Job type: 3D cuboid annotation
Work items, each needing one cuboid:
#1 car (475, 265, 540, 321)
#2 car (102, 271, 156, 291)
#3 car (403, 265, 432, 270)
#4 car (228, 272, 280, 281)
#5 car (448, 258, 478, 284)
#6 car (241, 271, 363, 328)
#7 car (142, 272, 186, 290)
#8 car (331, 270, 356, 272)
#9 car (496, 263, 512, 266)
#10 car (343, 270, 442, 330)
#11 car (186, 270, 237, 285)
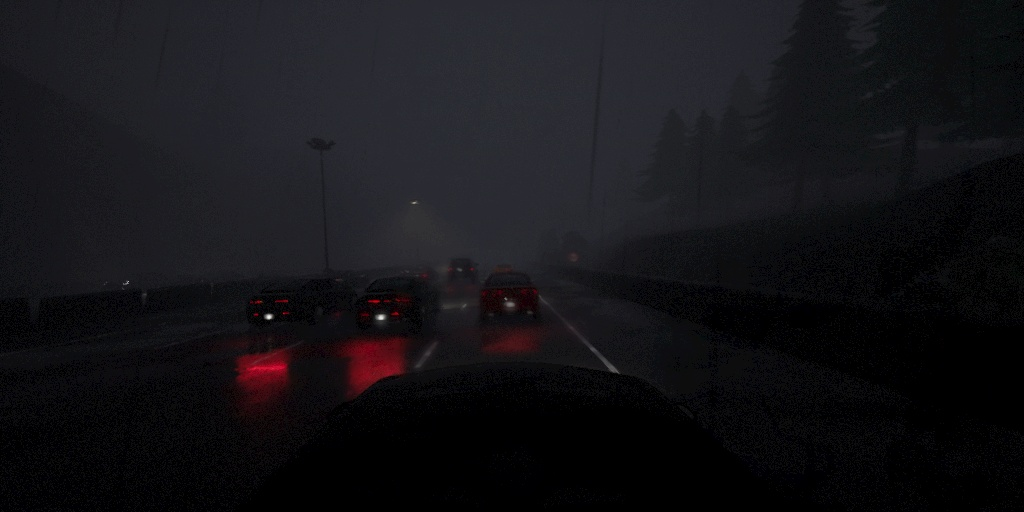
[{"bbox_3d":[-0.120,1.282,12.927,1.882,1.535,5.008,-2,0,-2],"label":"car"},{"bbox_3d":[-32.273,2.206,31.010,2.097,1.767,4.553,-2,0,-2],"label":"car"},{"bbox_3d":[-7.680,1.661,31.467,2.033,1.411,5.357,-2,0,-2],"label":"car"},{"bbox_3d":[-21.773,2.136,31.270,1.895,1.301,4.718,-2,0,-2],"label":"car"},{"bbox_3d":[-4.179,1.229,31.096,2.150,2.045,5.566,-2,0,-2],"label":"car"},{"bbox_3d":[-7.115,1.516,12.786,1.837,1.490,4.892,-2,0,-2],"label":"car"},{"bbox_3d":[-28.769,2.324,31.087,1.994,1.385,4.181,-2,0,-2],"label":"car"},{"bbox_3d":[-10.947,1.666,23.705,2.128,1.511,4.902,-2,0,-2],"label":"car"},{"bbox_3d":[-0.706,1.387,32.222,1.882,1.535,5.008,-2,0,-2],"label":"car"},{"bbox_3d":[-3.593,1.408,12.046,1.837,1.490,4.892,-2,0,-2],"label":"car"},{"bbox_3d":[-25.281,1.906,31.183,1.994,1.385,4.181,-2,0,-2],"label":"car"}]
